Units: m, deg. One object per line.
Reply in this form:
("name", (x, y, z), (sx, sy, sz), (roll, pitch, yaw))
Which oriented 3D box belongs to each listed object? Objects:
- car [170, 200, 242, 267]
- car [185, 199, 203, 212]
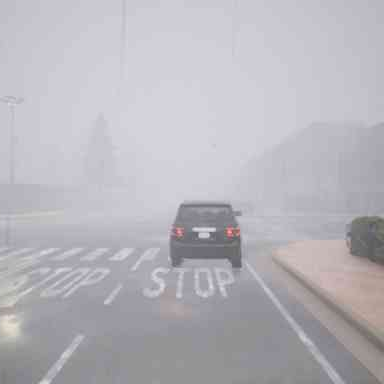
("car", (0.594, 1.283, 11.832), (2.150, 2.045, 5.566), (0, 0, 5))
("car", (0.279, 1.703, 42.331), (2.128, 1.511, 4.902), (0, 0, 1))
